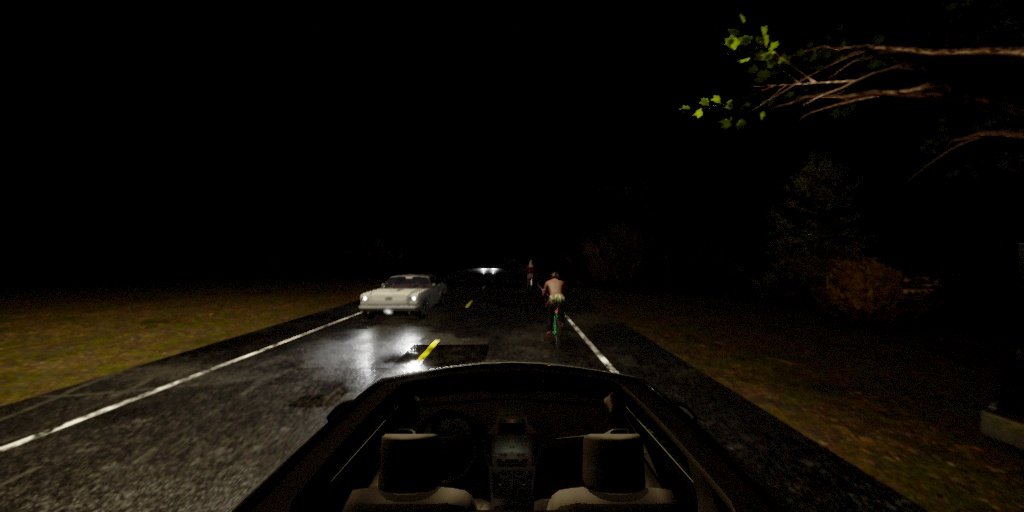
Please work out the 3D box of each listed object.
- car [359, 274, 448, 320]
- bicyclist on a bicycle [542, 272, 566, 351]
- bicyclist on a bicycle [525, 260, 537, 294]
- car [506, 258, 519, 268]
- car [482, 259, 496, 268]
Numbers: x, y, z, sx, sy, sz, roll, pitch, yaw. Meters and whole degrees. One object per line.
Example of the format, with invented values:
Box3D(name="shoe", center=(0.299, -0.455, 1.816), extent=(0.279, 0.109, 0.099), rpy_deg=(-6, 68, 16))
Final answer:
Box3D(name="car", center=(-3.598, 1.318, 12.674), extent=(1.895, 1.301, 4.718), rpy_deg=(0, 0, 0))
Box3D(name="bicyclist on a bicycle", center=(0.963, 1.184, 8.021), extent=(0.582, 1.620, 1.656), rpy_deg=(0, 0, 0))
Box3D(name="bicyclist on a bicycle", center=(0.965, 1.071, 18.572), extent=(0.659, 1.776, 1.843), rpy_deg=(0, 0, 0))
Box3D(name="car", center=(0.107, 1.152, 57.803), extent=(1.994, 1.385, 4.181), rpy_deg=(0, 0, 0))
Box3D(name="car", center=(-3.567, 1.194, 55.923), extent=(1.895, 1.301, 4.718), rpy_deg=(0, 0, 0))
